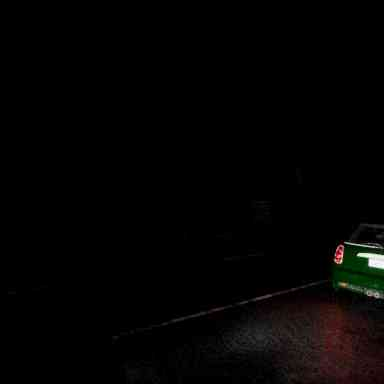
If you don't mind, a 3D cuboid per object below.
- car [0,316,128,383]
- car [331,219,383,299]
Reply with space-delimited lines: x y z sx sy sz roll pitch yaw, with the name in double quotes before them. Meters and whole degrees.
"car" -2.740 1.492 1.795 4.902 1.511 2.128 0 0 -36
"car" 5.177 1.352 7.425 4.553 1.767 2.097 0 0 -35
